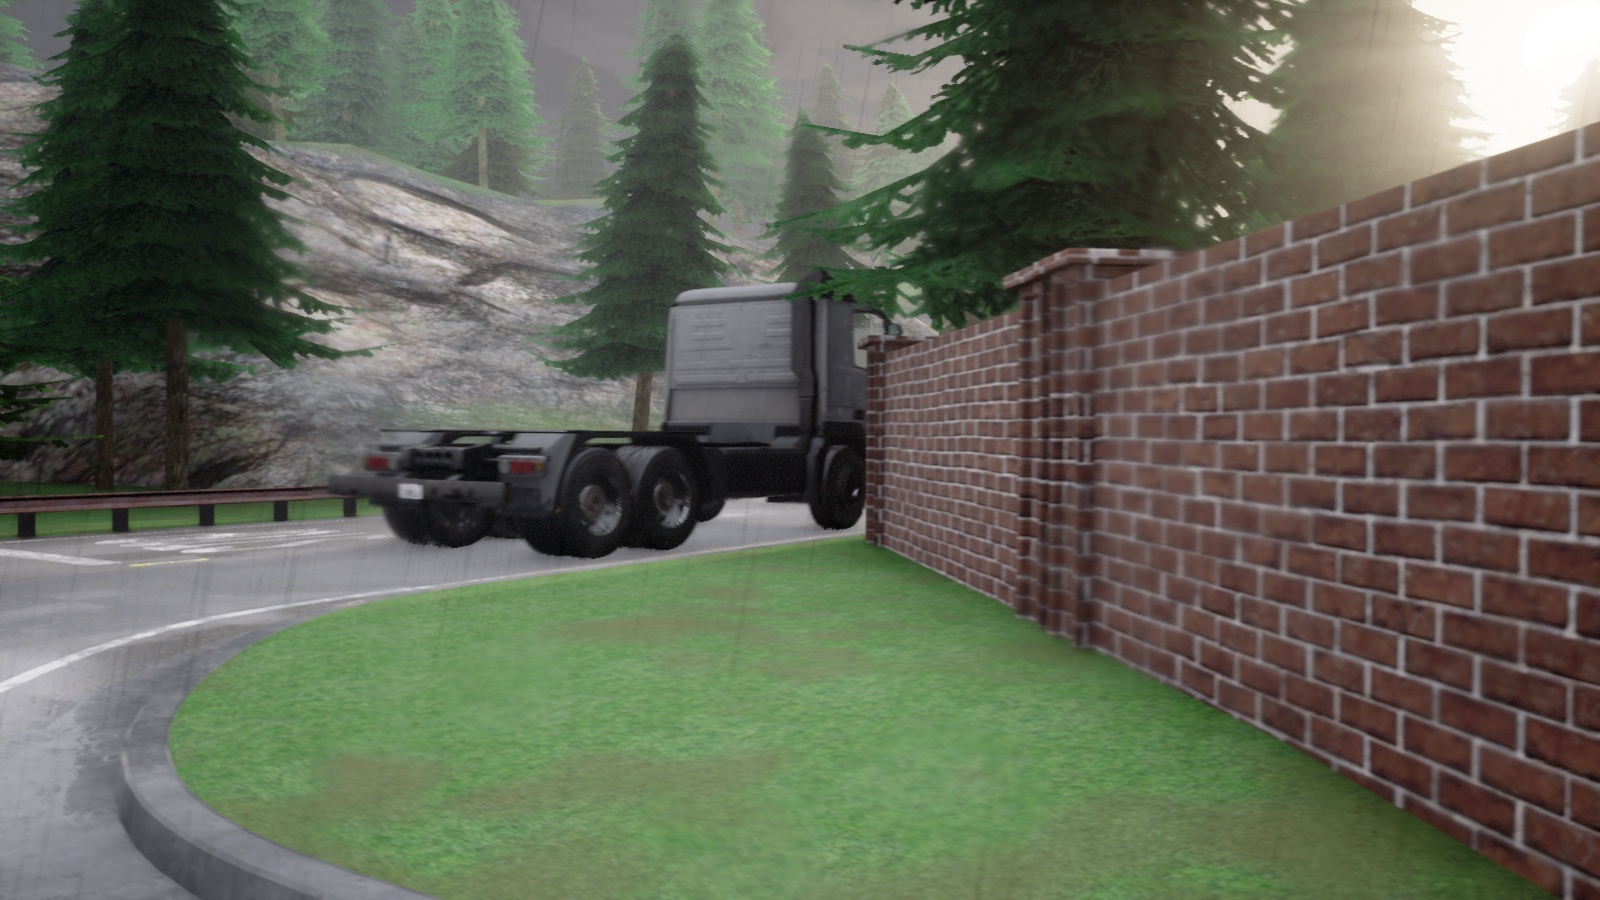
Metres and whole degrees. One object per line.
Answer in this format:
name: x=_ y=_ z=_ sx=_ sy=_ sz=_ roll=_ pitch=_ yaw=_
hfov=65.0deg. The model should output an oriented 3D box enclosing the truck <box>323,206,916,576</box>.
truck: x=-1.668 y=-0.613 z=15.862 sx=2.891 sy=3.462 sz=7.936 roll=0 pitch=1 yaw=33
